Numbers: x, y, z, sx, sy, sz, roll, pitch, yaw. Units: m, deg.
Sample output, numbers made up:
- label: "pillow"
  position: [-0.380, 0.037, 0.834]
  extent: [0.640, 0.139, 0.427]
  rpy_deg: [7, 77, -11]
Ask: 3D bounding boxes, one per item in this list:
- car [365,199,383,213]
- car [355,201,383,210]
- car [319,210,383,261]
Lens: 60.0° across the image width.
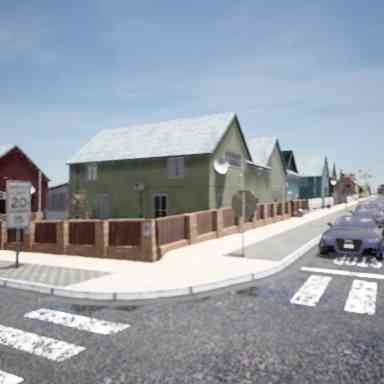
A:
- label: "car"
  position: [21.303, 1.609, 38.508]
  extent: [2.033, 1.411, 5.357]
  rpy_deg: [-1, 0, 31]
- label: "car"
  position: [11.093, 1.531, 20.931]
  extent: [2.128, 1.511, 4.902]
  rpy_deg: [-1, 0, 30]
- label: "car"
  position: [6.181, 1.590, 12.564]
  extent: [1.994, 1.385, 4.181]
  rpy_deg: [-1, 0, 32]
